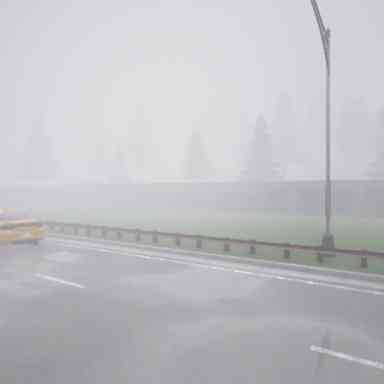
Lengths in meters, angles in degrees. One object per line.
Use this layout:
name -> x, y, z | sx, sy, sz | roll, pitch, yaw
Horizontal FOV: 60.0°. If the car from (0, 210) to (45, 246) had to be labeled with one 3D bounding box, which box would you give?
car -> -8.269, 1.482, 14.066 | 5.008, 1.535, 1.882 | 0, 0, 36
